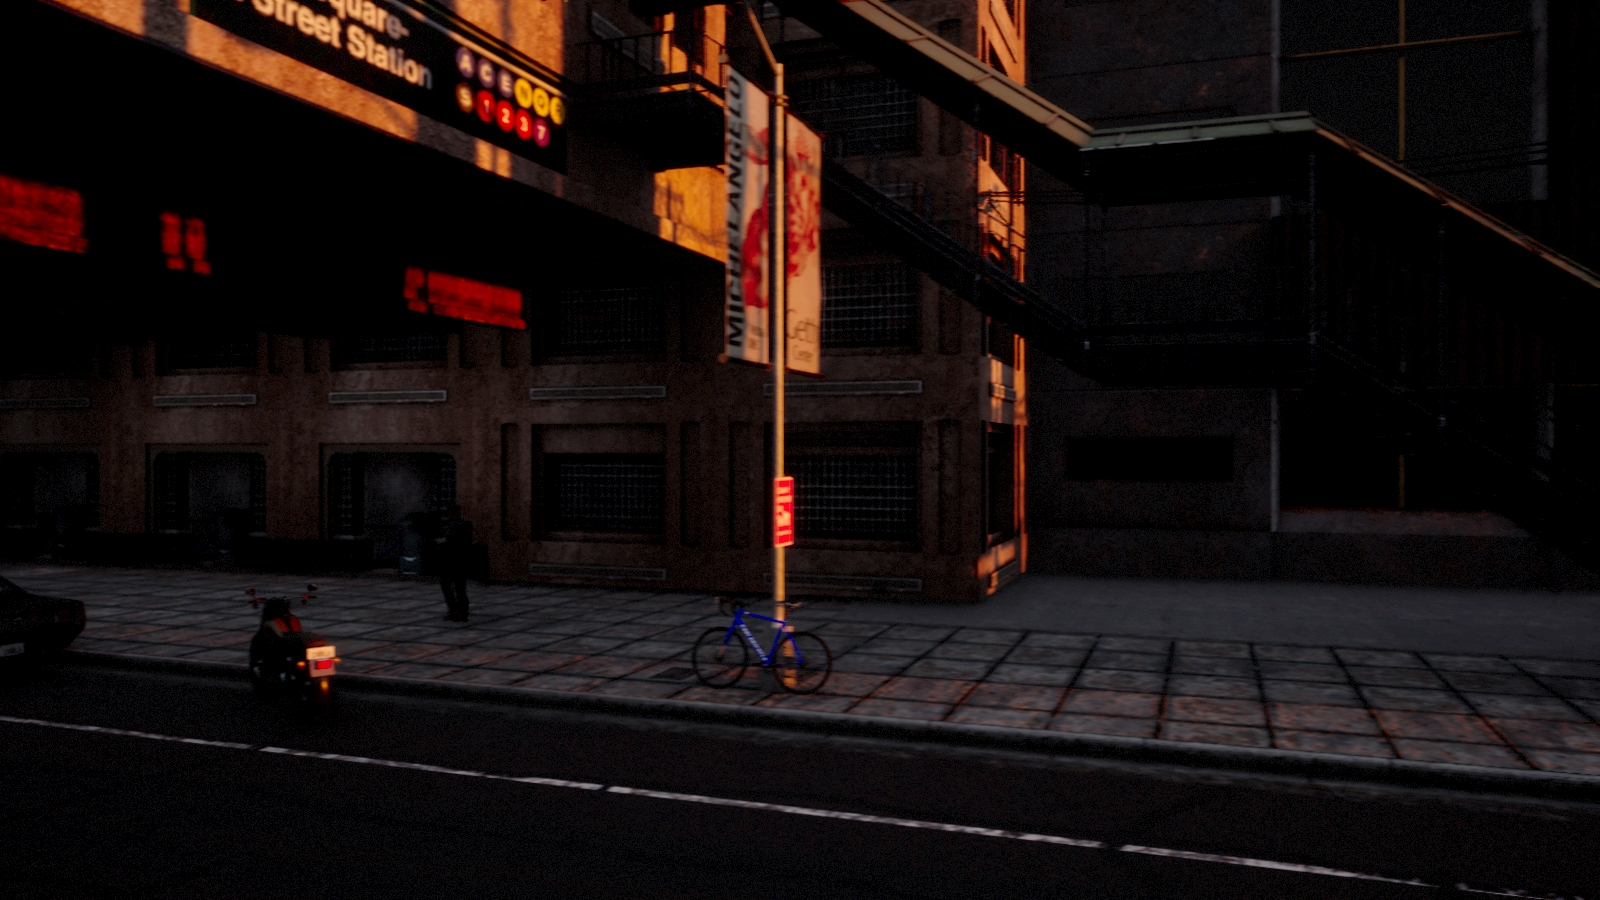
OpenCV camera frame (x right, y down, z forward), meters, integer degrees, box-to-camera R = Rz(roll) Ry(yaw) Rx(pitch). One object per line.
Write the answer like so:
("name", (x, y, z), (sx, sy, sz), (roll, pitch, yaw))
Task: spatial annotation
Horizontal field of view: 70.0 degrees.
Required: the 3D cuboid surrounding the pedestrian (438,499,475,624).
("pedestrian", (-5.242, 1.695, 17.438), (0.375, 1.860, 0.375), (0, 0, 26))
